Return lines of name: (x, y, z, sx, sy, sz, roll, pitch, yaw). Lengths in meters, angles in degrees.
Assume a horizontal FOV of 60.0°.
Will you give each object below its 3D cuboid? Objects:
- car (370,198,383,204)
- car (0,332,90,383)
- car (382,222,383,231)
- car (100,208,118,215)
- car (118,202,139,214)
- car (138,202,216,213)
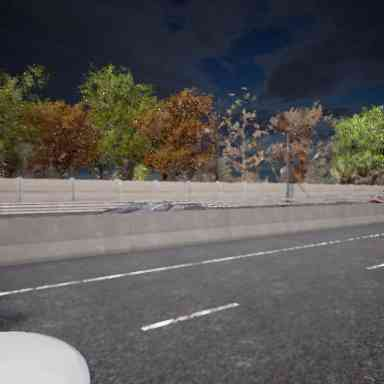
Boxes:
car: (29.108, 1.579, 50.497, 4.718, 1.301, 1.895, 0, 0, -35)
car: (-2.885, 1.528, 1.687, 4.674, 1.442, 1.812, 0, 0, -36)
car: (11.253, 1.588, 16.078, 4.718, 1.301, 1.895, 0, 0, -36)
car: (-4.558, 1.536, 26.542, 5.357, 1.411, 2.033, 0, 0, -35)
car: (-2.392, 1.481, 23.785, 4.902, 1.511, 2.128, 0, 0, -36)
car: (-0.577, 1.494, 20.782, 4.892, 1.490, 1.837, 0, 0, -36)
